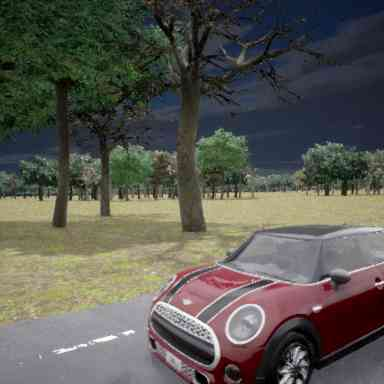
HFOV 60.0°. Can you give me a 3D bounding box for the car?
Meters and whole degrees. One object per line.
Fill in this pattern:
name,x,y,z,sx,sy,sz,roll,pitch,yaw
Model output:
car,1.610,1.348,5.152,4.553,1.767,2.097,0,0,-36
